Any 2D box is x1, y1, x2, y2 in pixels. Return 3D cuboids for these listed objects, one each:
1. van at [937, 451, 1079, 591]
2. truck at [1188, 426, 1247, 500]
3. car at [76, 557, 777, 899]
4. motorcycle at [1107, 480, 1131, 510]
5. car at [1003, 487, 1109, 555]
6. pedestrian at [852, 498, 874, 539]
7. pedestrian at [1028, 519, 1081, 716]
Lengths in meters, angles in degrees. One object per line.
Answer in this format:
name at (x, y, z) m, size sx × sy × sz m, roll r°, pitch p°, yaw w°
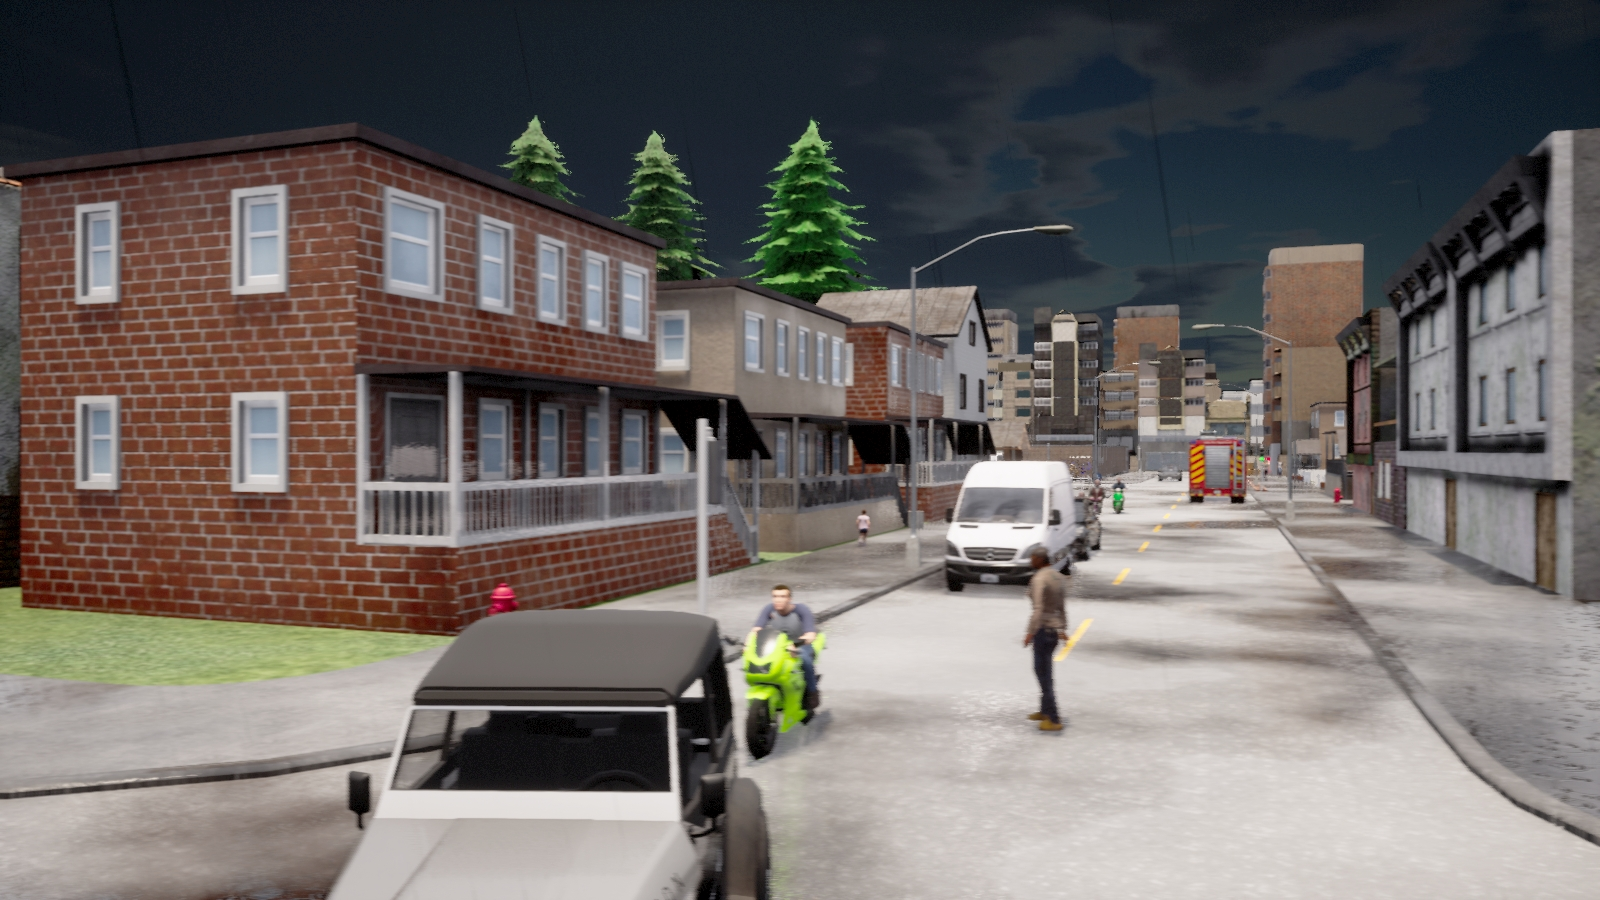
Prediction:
van at (4.566, 1.315, 24.221) m, size 1.988 × 2.561 × 5.915 m, roll 0°, pitch 0°, yaw 20°
truck at (23.168, 0.670, 63.376) m, size 2.891 × 3.827 × 8.468 m, roll 0°, pitch 0°, yaw 20°
car at (-1.138, 1.635, 5.283) m, size 1.905 × 1.878 × 3.866 m, roll 0°, pitch 1°, yaw 1°
motorcycle at (13.927, 1.962, 49.870) m, size 0.856 × 1.236 × 1.805 m, roll 0°, pitch 0°, yaw 20°
car at (7.009, 1.843, 30.896) m, size 2.163 × 1.488 × 4.792 m, roll 0°, pitch 0°, yaw 20°
pedestrian at (1.750, 1.905, 31.851) m, size 0.500 × 1.100 × 0.500 m, roll 0°, pitch 0°, yaw 18°
pedestrian at (2.513, 1.629, 11.269) m, size 0.375 × 1.860 × 0.375 m, roll 0°, pitch 0°, yaw 43°
